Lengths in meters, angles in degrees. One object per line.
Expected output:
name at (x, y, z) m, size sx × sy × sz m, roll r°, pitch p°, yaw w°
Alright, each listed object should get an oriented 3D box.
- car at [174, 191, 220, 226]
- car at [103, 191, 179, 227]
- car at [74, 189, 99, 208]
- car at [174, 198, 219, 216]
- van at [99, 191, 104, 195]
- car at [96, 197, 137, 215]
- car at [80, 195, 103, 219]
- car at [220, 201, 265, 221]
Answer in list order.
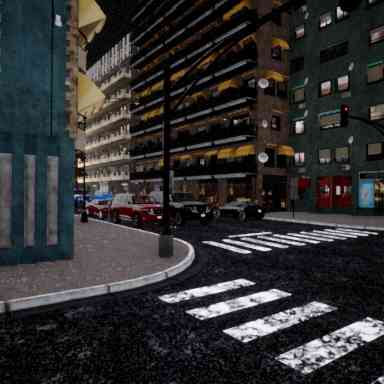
car at (-0.977, 0.966, 21.527) m, size 2.150 × 2.045 × 5.566 m, roll 1°, pitch 0°, yaw -36°
car at (-3.250, 1.034, 20.278) m, size 2.192 × 1.841 × 5.009 m, roll 2°, pitch 0°, yaw -36°
car at (-12.951, 0.670, 38.145) m, size 2.150 × 2.045 × 5.566 m, roll 1°, pitch 0°, yaw -35°
car at (0.300, 1.289, 29.667) m, size 1.802 × 1.307 × 4.206 m, roll 2°, pitch 0°, yaw -36°
van at (-12.736, 0.726, 47.735) m, size 1.690 × 1.788 × 3.998 m, roll 2°, pitch 0°, yaw -36°
car at (-6.798, 1.201, 29.591) m, size 1.895 × 1.301 × 4.718 m, roll 1°, pitch 0°, yaw -36°
car at (-6.517, 1.183, 24.794) m, size 1.887 × 1.381 × 4.507 m, roll 2°, pitch 0°, yaw -36°
car at (3.561, 1.353, 25.150) m, size 1.947 × 1.339 × 4.313 m, roll 2°, pitch 0°, yaw -36°
